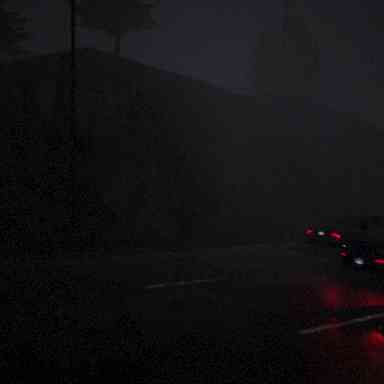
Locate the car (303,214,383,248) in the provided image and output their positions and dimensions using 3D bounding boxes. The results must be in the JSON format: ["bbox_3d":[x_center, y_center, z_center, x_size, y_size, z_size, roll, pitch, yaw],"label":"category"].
[{"bbox_3d":[7.084,1.619,13.687,5.357,1.411,2.033,0,0,-27],"label":"car"}]

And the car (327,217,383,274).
[{"bbox_3d":[6.309,1.578,9.446,4.674,1.442,1.812,0,0,-26],"label":"car"}]
